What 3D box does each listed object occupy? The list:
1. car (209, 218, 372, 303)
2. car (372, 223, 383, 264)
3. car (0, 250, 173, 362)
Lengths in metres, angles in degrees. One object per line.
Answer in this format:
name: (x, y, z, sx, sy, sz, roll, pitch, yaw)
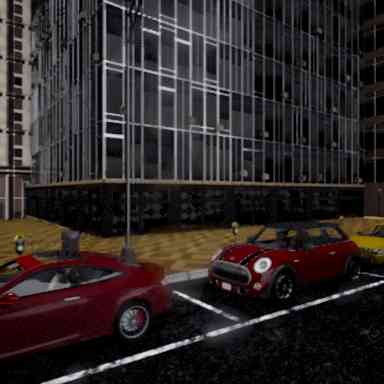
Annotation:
car: (2.363, 1.504, 8.256, 4.097, 1.590, 1.967, 1, -1, -36)
car: (6.851, 1.642, 11.458, 4.829, 1.417, 1.752, 1, -1, -36)
car: (-2.264, 1.591, 4.953, 4.206, 1.307, 1.802, 1, -1, -36)
